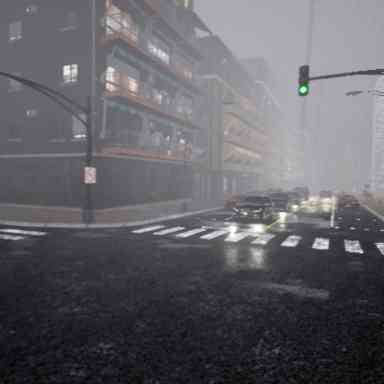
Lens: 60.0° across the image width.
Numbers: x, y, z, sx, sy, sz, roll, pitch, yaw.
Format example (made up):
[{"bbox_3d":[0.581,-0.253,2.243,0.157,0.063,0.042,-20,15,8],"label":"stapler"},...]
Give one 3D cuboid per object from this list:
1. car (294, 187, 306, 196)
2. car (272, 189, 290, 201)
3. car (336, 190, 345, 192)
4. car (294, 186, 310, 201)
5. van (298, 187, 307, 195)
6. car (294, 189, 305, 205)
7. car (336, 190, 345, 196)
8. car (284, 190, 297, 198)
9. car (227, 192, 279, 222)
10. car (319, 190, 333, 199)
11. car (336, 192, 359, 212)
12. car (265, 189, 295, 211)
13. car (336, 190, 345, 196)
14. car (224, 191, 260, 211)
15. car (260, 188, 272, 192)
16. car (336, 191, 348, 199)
[{"bbox_3d":[24.199,-0.187,74.548,2.192,1.841,5.009,1,1,23],"label":"car"},{"bbox_3d":[12.998,0.375,48.624,1.967,1.590,4.097,1,1,23],"label":"car"},{"bbox_3d":[22.921,0.636,50.559,2.008,1.369,4.403,1,1,23],"label":"car"},{"bbox_3d":[15.986,0.212,48.813,2.150,2.045,5.566,2,2,24],"label":"car"},{"bbox_3d":[26.439,-0.248,79.732,1.690,1.788,3.998,1,1,23],"label":"van"},{"bbox_3d":[11.748,0.678,39.150,1.812,1.442,4.674,2,2,24],"label":"car"},{"bbox_3d":[34.189,0.172,76.641,1.752,1.417,4.829,1,1,23],"label":"car"},{"bbox_3d":[17.477,0.342,58.998,1.802,1.307,4.206,1,1,23],"label":"car"},{"bbox_3d":[4.035,0.962,21.320,1.837,1.490,4.892,2,2,23],"label":"car"},{"bbox_3d":[23.015,0.395,57.184,1.882,1.535,5.008,2,2,23],"label":"car"},{"bbox_3d":[13.961,0.981,29.819,1.887,1.381,4.507,1,1,23],"label":"car"},{"bbox_3d":[7.824,0.785,30.081,1.882,1.535,5.008,2,2,23],"label":"car"},{"bbox_3d":[36.362,0.107,81.670,1.887,1.381,4.507,1,1,23],"label":"car"},{"bbox_3d":[4.038,0.833,27.886,1.887,1.381,4.507,1,1,23],"label":"car"},{"bbox_3d":[6.278,0.639,33.069,1.967,1.590,4.097,1,1,23],"label":"car"},{"bbox_3d":[27.402,0.455,60.929,1.887,1.381,4.507,1,1,23],"label":"car"}]
